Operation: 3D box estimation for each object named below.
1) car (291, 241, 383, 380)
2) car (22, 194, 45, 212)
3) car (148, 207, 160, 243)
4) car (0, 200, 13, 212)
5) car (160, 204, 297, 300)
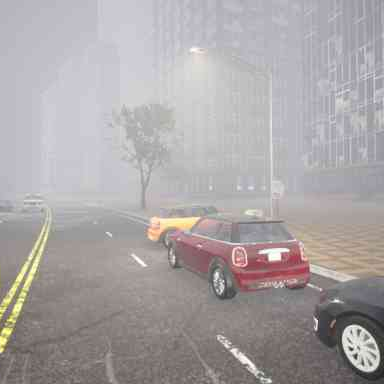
[{"bbox_3d":[3.629,1.505,3.334,1.837,1.490,4.892,0,0,-35],"label":"car"},{"bbox_3d":[-18.722,1.262,39.338,2.150,2.045,5.566,0,0,-24],"label":"car"},{"bbox_3d":[0.426,1.276,14.368,4.553,1.767,2.097,-3,1,-18],"label":"car"},{"bbox_3d":[-21.705,1.602,38.048,1.994,1.385,4.181,0,0,-24],"label":"car"},{"bbox_3d":[0.905,1.355,8.810,2.097,1.767,4.553,0,0,-22],"label":"car"}]
